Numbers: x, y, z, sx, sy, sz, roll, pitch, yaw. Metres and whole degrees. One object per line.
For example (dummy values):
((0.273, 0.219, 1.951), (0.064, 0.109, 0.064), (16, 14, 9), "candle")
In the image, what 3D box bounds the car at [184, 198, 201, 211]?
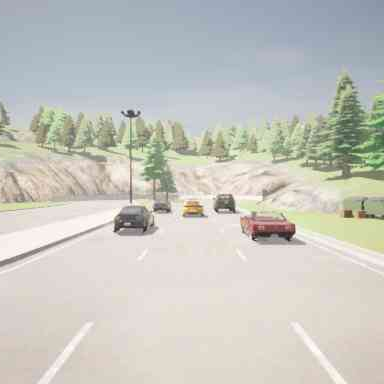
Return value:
((0.114, 1.547, 42.735), (2.033, 1.411, 5.357), (0, 0, 1), "car")

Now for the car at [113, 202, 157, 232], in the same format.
((-3.400, 1.526, 19.822), (1.812, 1.442, 4.674), (0, 0, 0), "car")

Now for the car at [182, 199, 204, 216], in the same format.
((0.095, 1.478, 32.106), (1.882, 1.535, 5.008), (0, 0, 0), "car")

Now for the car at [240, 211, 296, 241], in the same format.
((3.601, 1.601, 16.719), (1.895, 1.301, 4.718), (0, 0, 0), "car")

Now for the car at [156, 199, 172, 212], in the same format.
((-3.398, 1.547, 38.143), (2.033, 1.411, 5.357), (0, 0, 0), "car")

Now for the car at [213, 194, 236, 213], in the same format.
((3.602, 1.222, 37.576), (2.150, 2.045, 5.566), (0, 0, 0), "car")
